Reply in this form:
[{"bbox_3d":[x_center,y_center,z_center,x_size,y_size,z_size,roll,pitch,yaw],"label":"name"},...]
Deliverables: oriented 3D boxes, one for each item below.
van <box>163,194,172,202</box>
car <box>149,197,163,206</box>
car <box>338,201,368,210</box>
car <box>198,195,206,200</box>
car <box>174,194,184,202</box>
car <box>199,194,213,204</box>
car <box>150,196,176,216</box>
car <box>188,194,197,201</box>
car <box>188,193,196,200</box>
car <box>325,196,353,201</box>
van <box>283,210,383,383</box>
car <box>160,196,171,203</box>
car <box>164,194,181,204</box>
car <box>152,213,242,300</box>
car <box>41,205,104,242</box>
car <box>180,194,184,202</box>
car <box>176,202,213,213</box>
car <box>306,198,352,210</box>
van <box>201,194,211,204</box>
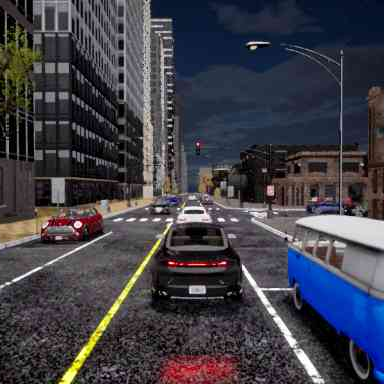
[{"bbox_3d":[-5.601,1.323,76.707,1.690,1.788,3.998,-1,0,0],"label":"van"},{"bbox_3d":[-5.790,1.512,53.960,1.752,1.417,4.829,-1,0,0],"label":"car"},{"bbox_3d":[16.446,1.793,31.034,4.313,1.339,1.947,1,0,1],"label":"car"},{"bbox_3d":[2.765,1.531,93.576,2.008,1.369,4.403,-1,0,0],"label":"car"},{"bbox_3d":[-2.929,1.338,75.847,2.097,1.767,4.553,0,0,0],"label":"car"},{"bbox_3d":[2.732,1.425,59.712,1.967,1.590,4.097,-1,0,0],"label":"car"},{"bbox_3d":[-3.071,1.482,33.150,2.128,1.511,4.902,0,0,0],"label":"car"},{"bbox_3d":[0.075,1.504,81.023,1.812,1.442,4.674,0,0,0],"label":"car"},{"bbox_3d":[0.084,1.257,91.027,2.097,1.767,4.553,0,0,0],"label":"car"},{"bbox_3d":[16.563,1.411,39.410,5.009,1.841,2.192,1,0,1],"label":"car"},{"bbox_3d":[2.680,1.340,5.091,1.690,1.788,3.998,-1,0,0],"label":"van"},{"bbox_3d":[-5.603,1.549,71.063,1.947,1.339,4.313,-1,0,0],"label":"car"},{"bbox_3d":[-3.043,1.512,52.048,1.812,1.442,4.674,0,0,0],"label":"car"},{"bbox_3d":[0.105,1.502,8.382,1.837,1.490,4.892,0,0,0],"label":"car"},{"bbox_3d":[-5.689,1.435,16.183,1.967,1.590,4.097,-1,0,0],"label":"car"},{"bbox_3d":[-2.988,1.549,64.735,1.994,1.385,4.181,0,0,1],"label":"car"},{"bbox_3d":[0.111,1.520,18.739,1.812,1.442,4.674,0,0,0],"label":"car"},{"bbox_3d":[14.850,1.684,36.849,4.181,1.385,1.994,1,1,1],"label":"car"},{"bbox_3d":[2.736,1.325,65.356,1.690,1.788,3.998,-1,0,0],"label":"van"}]
